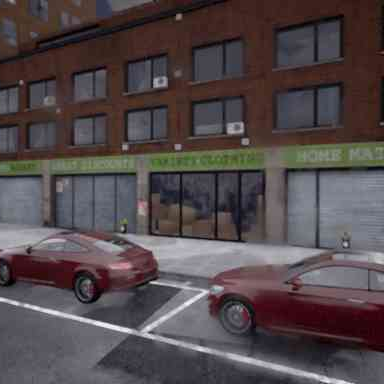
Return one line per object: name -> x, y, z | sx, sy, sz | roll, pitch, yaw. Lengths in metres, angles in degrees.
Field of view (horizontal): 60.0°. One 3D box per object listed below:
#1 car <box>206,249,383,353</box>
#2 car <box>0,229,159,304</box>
car -> 2.272, 1.563, 5.128 | 4.206, 1.307, 1.802 | 0, 0, 27
car -> -2.755, 1.533, 7.731 | 4.206, 1.307, 1.802 | 0, 0, 27
